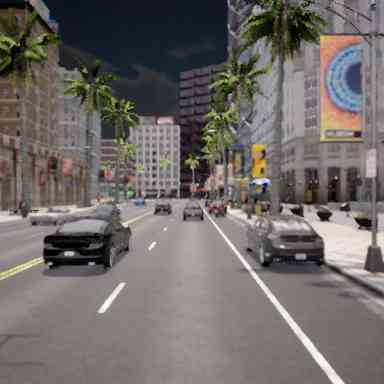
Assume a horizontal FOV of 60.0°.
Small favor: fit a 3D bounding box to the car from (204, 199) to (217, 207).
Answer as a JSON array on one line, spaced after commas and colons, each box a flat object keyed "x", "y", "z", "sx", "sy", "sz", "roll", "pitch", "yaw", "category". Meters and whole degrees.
[{"x": 3.407, "y": 2.064, "z": 63.140, "sx": 2.161, "sy": 1.482, "sz": 4.786, "roll": 0, "pitch": 0, "yaw": 0, "category": "car"}]

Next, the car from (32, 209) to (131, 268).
[{"x": -3.401, "y": 1.580, "z": 11.693, "sx": 1.882, "sy": 1.535, "sz": 5.008, "roll": 0, "pitch": -1, "yaw": 0, "category": "car"}]

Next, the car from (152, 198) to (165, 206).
[{"x": -6.736, "y": 2.104, "z": 67.868, "sx": 2.128, "sy": 1.511, "sz": 4.902, "roll": 0, "pitch": 0, "yaw": 1, "category": "car"}]

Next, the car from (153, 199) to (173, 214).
[{"x": -3.400, "y": 1.856, "z": 40.103, "sx": 1.837, "sy": 1.490, "sz": 4.892, "roll": 0, "pitch": 0, "yaw": 0, "category": "car"}]

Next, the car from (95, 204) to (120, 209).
[{"x": -7.100, "y": 1.745, "z": 27.496, "sx": 1.837, "sy": 1.490, "sz": 4.892, "roll": 0, "pitch": -1, "yaw": 0, "category": "car"}]

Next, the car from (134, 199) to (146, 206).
[{"x": -10.259, "y": 2.052, "z": 66.073, "sx": 1.882, "sy": 1.535, "sz": 5.008, "roll": 0, "pitch": 0, "yaw": 1, "category": "car"}]

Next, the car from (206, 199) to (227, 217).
[{"x": 3.098, "y": 1.714, "z": 41.213, "sx": 2.185, "sy": 1.767, "sz": 4.553, "roll": 0, "pitch": 0, "yaw": 0, "category": "car"}]

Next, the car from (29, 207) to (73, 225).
[{"x": -10.600, "y": 1.824, "z": 25.581, "sx": 1.895, "sy": 1.301, "sz": 4.718, "roll": 0, "pitch": 0, "yaw": 0, "category": "car"}]

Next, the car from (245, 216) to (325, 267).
[{"x": 3.086, "y": 1.586, "z": 11.838, "sx": 2.231, "sy": 1.521, "sz": 4.892, "roll": 0, "pitch": 0, "yaw": 0, "category": "car"}]

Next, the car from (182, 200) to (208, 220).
[{"x": 0.101, "y": 1.760, "z": 30.661, "sx": 2.128, "sy": 1.511, "sz": 4.902, "roll": 0, "pitch": 0, "yaw": 0, "category": "car"}]

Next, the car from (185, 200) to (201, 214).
[{"x": 0.109, "y": 1.873, "z": 41.922, "sx": 1.837, "sy": 1.490, "sz": 4.892, "roll": 0, "pitch": 0, "yaw": 0, "category": "car"}]
